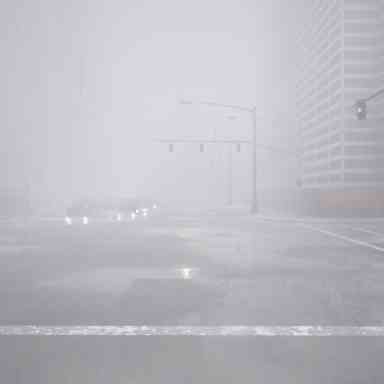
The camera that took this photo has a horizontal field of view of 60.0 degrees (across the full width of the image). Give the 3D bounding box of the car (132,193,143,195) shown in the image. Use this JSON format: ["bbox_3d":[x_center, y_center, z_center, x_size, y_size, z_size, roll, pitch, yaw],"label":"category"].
[{"bbox_3d":[-10.432,1.477,62.040,1.882,1.535,5.008,0,0,0],"label":"car"}]

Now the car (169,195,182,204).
[{"bbox_3d":[-3.373,1.491,64.088,2.128,1.511,4.902,0,0,0],"label":"car"}]

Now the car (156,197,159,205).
[{"bbox_3d":[-6.963,1.601,58.505,1.895,1.301,4.718,0,0,0],"label":"car"}]

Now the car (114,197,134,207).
[{"bbox_3d":[-10.492,1.547,51.759,2.033,1.411,5.357,0,0,0],"label":"car"}]

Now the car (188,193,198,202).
[{"bbox_3d":[0.148,1.184,74.335,2.097,1.767,4.553,0,0,0],"label":"car"}]

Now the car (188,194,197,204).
[{"bbox_3d":[0.127,1.547,64.081,2.033,1.411,5.357,0,0,0],"label":"car"}]

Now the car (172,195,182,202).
[{"bbox_3d":[-3.352,1.354,74.372,2.128,1.511,4.902,0,0,0],"label":"car"}]

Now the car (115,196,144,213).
[{"bbox_3d":[-7.024,1.505,37.830,1.837,1.490,4.892,0,0,0],"label":"car"}]

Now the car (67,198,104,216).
[{"bbox_3d":[-10.572,1.352,32.716,2.097,1.767,4.553,0,0,1],"label":"car"}]

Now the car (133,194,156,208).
[{"bbox_3d":[-7.001,1.491,48.181,2.128,1.511,4.902,0,0,0],"label":"car"}]

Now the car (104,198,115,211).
[{"bbox_3d":[-10.514,1.477,41.848,1.882,1.535,5.008,0,0,0],"label":"car"}]
